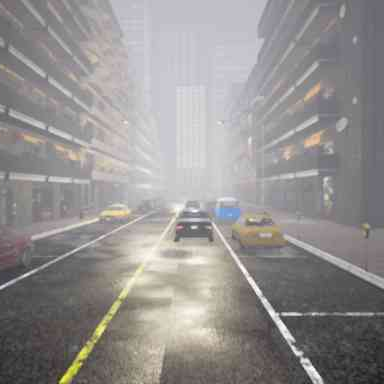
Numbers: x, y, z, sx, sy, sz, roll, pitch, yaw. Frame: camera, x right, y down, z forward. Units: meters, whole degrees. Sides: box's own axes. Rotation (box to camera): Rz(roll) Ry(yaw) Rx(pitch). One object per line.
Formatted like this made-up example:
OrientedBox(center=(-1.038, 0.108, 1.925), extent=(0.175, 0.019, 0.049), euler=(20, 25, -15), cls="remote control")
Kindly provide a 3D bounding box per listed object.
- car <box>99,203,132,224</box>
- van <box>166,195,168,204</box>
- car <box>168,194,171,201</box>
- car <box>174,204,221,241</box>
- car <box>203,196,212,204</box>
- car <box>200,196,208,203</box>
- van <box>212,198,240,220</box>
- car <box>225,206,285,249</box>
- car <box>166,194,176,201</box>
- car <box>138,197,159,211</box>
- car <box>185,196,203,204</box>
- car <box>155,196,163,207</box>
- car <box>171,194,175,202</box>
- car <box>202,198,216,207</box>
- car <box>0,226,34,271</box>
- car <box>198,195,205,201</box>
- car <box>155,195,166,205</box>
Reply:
OrientedBox(center=(-5.707, 1.550, 25.109), extent=(1.752, 1.417, 4.829), euler=(0, 0, 0), cls="car")
OrientedBox(center=(-5.719, 1.406, 58.420), extent=(1.690, 1.788, 3.998), euler=(-1, 0, 0), cls="van")
OrientedBox(center=(-5.720, 1.512, 63.943), extent=(1.967, 1.590, 4.097), euler=(-1, 0, 0), cls="car")
OrientedBox(center=(0.091, 1.563, 16.709), extent=(2.033, 1.411, 5.357), euler=(0, 0, 0), cls="car")
OrientedBox(center=(2.667, 1.601, 47.361), extent=(2.008, 1.369, 4.403), euler=(-1, 0, 0), cls="car")
OrientedBox(center=(2.658, 1.614, 75.150), extent=(1.752, 1.417, 4.829), euler=(-1, 0, 0), cls="car")
OrientedBox(center=(2.672, 1.366, 25.269), extent=(1.690, 1.788, 3.998), euler=(-1, 0, 0), cls="van")
OrientedBox(center=(2.678, 1.539, 14.391), extent=(1.752, 1.417, 4.829), euler=(0, 0, 0), cls="car")
OrientedBox(center=(-5.730, 1.430, 91.560), extent=(2.192, 1.841, 5.009), euler=(-1, 0, 0), cls="car")
OrientedBox(center=(-5.711, 1.609, 41.848), extent=(1.947, 1.339, 4.313), euler=(0, 0, 0), cls="car")
OrientedBox(center=(0.086, 1.612, 45.672), extent=(1.994, 1.385, 4.181), euler=(0, 0, 0), cls="car")
OrientedBox(center=(-5.713, 1.595, 47.372), extent=(1.887, 1.381, 4.507), euler=(0, 0, 0), cls="car")
OrientedBox(center=(-5.724, 1.663, 80.514), extent=(1.947, 1.339, 4.313), euler=(-1, 0, 0), cls="car")
OrientedBox(center=(2.665, 1.608, 52.885), extent=(2.008, 1.369, 4.403), euler=(-1, 0, 0), cls="car")
OrientedBox(center=(-5.701, 1.590, 8.708), extent=(1.802, 1.307, 4.206), euler=(0, 0, 0), cls="car")
OrientedBox(center=(2.653, 1.659, 91.549), extent=(1.887, 1.381, 4.507), euler=(-1, 0, 0), cls="car")
OrientedBox(center=(-5.716, 1.602, 52.896), extent=(1.887, 1.381, 4.507), euler=(0, 0, 0), cls="car")
